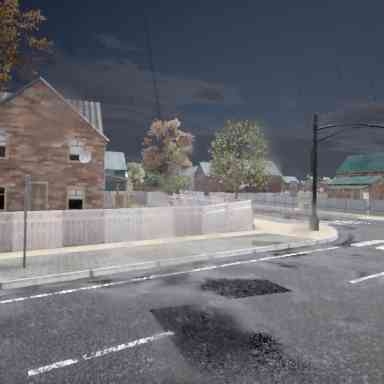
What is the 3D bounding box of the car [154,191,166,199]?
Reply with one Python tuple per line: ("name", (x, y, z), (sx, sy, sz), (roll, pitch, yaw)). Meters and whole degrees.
("car", (-6.196, 0.640, 61.715), (1.812, 1.442, 4.674), (1, 1, -20))
